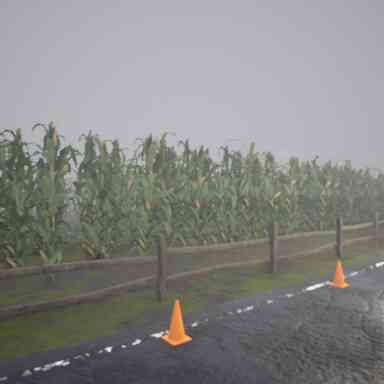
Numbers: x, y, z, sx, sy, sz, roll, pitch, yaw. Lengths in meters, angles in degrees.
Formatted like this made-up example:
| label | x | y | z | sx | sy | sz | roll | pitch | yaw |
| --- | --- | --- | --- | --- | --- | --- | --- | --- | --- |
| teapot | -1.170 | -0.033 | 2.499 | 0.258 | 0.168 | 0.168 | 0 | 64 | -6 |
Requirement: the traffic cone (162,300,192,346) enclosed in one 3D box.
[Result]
| label | x | y | z | sx | sy | sz | roll | pitch | yaw |
| --- | --- | --- | --- | --- | --- | --- | --- | --- | --- |
| traffic cone | -0.233 | 1.960 | 5.100 | 0.340 | 0.580 | 0.340 | 0 | 0 | -37 |

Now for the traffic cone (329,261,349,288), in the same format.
| label | x | y | z | sx | sy | sz | roll | pitch | yaw |
| --- | --- | --- | --- | --- | --- | --- | --- | --- | --- |
| traffic cone | 3.594 | 1.980 | 8.126 | 0.340 | 0.580 | 0.340 | 0 | 0 | -40 |
